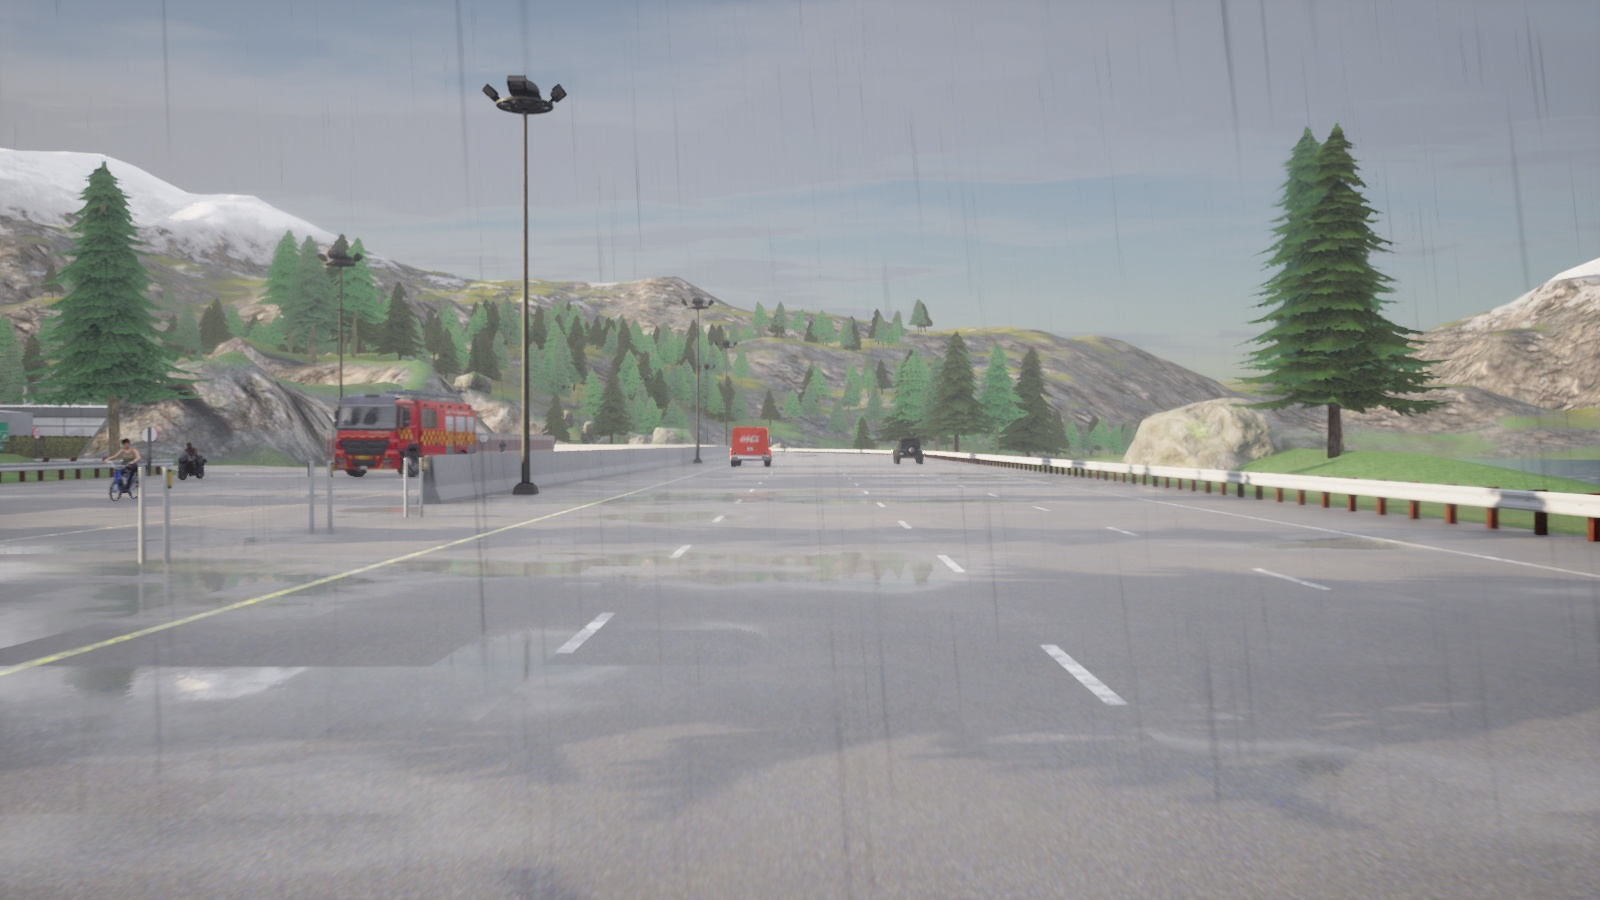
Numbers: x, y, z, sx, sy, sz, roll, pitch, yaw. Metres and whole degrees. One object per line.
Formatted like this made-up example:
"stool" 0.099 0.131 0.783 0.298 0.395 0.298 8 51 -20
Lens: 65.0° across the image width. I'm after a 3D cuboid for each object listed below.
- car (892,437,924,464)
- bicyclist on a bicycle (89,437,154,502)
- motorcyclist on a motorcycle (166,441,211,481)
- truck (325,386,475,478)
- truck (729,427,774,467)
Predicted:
"car" 7.517 0.017 87.593 1.905 1.878 3.866 0 1 0
"bicyclist on a bicycle" -17.415 0.474 32.258 0.866 1.612 1.509 0 1 -2
"motorcyclist on a motorcycle" -24.199 0.406 49.731 0.797 1.523 2.044 0 1 0
"truck" -17.693 -0.774 56.298 2.891 3.827 8.468 0 0 9
"truck" -3.031 -0.220 79.161 2.627 2.467 5.204 0 1 0
